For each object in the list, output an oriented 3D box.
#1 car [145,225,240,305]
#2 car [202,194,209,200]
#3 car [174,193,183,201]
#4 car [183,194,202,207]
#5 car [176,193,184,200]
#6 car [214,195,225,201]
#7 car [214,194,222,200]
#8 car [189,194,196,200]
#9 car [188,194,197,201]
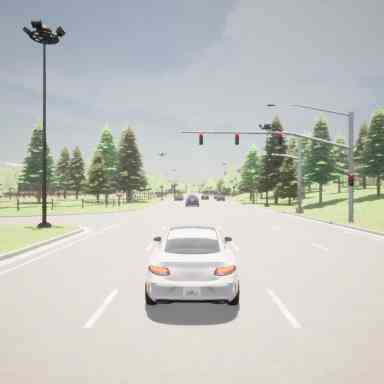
[{"bbox_3d":[0.018,1.526,7.937,1.812,1.442,4.674,0,0,0],"label":"car"},{"bbox_3d":[3.640,1.355,93.251,2.097,1.767,4.553,0,0,0],"label":"car"},{"bbox_3d":[-3.375,1.544,82.842,1.994,1.385,4.181,0,0,0],"label":"car"},{"bbox_3d":[0.078,1.352,51.810,2.097,1.767,4.553,0,0,0],"label":"car"},{"bbox_3d":[-3.360,1.187,92.848,2.097,1.767,4.553,0,0,0],"label":"car"},{"bbox_3d":[7.124,1.517,82.442,2.128,1.511,4.902,0,0,0],"label":"car"},{"bbox_3d":[7.140,1.385,92.862,1.994,1.385,4.181,0,0,0],"label":"car"},{"bbox_3d":[0.140,1.332,92.873,1.837,1.490,4.892,0,0,0],"label":"car"},{"bbox_3d":[0.125,1.347,82.840,2.097,1.767,4.553,0,0,0],"label":"car"}]
